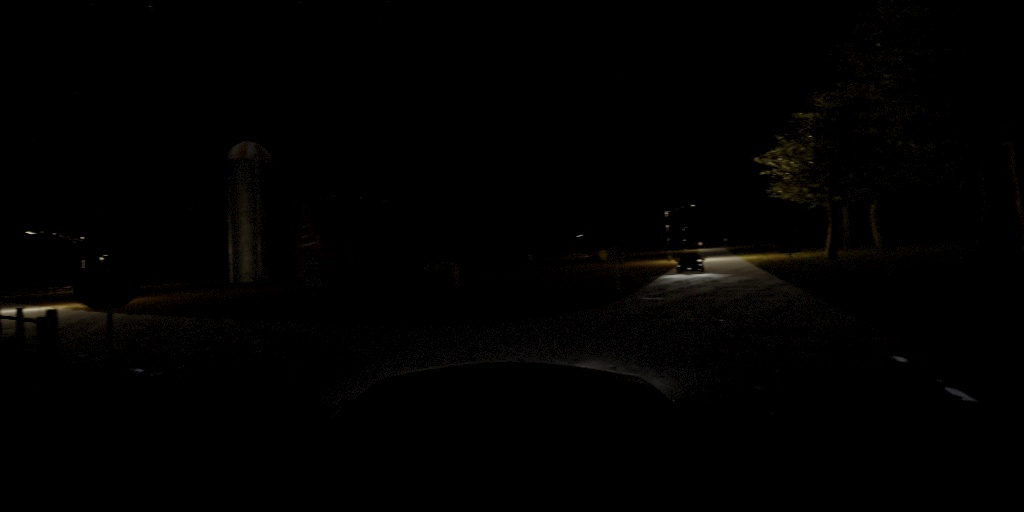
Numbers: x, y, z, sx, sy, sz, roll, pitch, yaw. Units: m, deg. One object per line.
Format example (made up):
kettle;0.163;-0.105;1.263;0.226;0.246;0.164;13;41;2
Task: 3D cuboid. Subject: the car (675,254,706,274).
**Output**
car;14.200;0.590;28.503;1.837;1.490;4.892;-4;0;29
